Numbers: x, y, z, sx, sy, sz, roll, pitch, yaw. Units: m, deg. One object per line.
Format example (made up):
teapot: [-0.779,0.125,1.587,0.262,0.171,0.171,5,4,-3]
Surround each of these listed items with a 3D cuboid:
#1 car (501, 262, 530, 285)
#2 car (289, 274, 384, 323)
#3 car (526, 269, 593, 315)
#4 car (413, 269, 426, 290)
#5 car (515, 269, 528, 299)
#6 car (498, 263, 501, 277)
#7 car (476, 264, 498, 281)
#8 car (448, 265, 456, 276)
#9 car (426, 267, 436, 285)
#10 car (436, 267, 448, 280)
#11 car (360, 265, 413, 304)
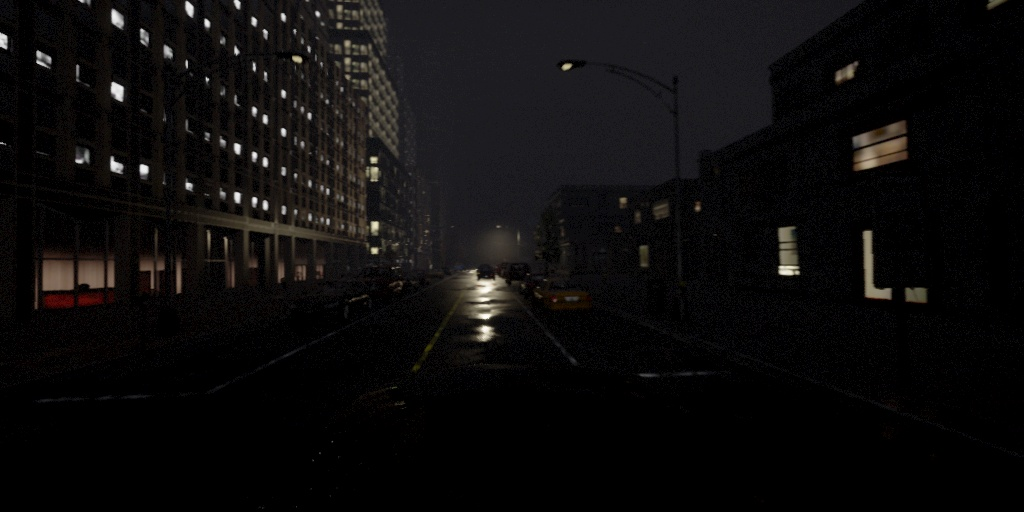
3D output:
car: [0.510,1.475,30.626,2.192,1.841,5.009,0,0,-5]
car: [-6.524,1.564,13.405,2.007,1.370,4.403,0,0,-5]
car: [1.815,1.426,14.239,1.751,1.417,4.829,0,0,-5]
car: [-7.404,1.737,24.443,2.007,1.370,4.403,0,0,-5]
car: [1.390,1.569,19.589,1.802,1.307,4.207,0,0,-5]
car: [-0.383,1.863,41.834,1.751,1.417,4.829,0,0,-5]
car: [-2.676,1.833,37.343,1.812,1.442,4.674,-1,-1,-4]
car: [-9.602,2.195,52.037,1.948,1.339,4.313,0,0,-5]
car: [-7.843,1.819,29.961,1.888,1.381,4.507,0,0,-5]
car: [-8.709,1.976,40.830,1.751,1.417,4.829,0,0,-5]
car: [-6.964,1.414,18.924,2.192,1.841,5.009,0,0,-5]
